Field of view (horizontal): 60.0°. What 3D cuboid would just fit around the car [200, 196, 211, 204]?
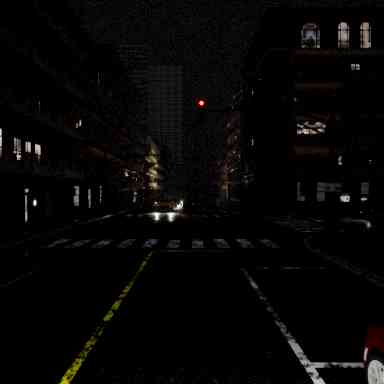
[{"bbox_3d":[2.649,1.576,67.402,2.008,1.369,4.403,-1,0,0],"label":"car"}]

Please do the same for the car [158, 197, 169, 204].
[{"bbox_3d":[-5.732,1.608,67.403,1.802,1.307,4.206,-1,0,0],"label":"car"}]

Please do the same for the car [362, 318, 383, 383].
[{"bbox_3d":[2.684,1.544,1.819,1.887,1.381,4.507,0,0,0],"label":"car"}]

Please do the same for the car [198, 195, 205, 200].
[{"bbox_3d":[2.633,1.600,95.042,1.887,1.381,4.507,-1,0,0],"label":"car"}]

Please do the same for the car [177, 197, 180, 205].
[{"bbox_3d":[-3.121,1.559,49.277,2.033,1.411,5.357,0,0,0],"label":"car"}]

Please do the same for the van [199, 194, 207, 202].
[{"bbox_3d":[2.640,1.377,78.458,1.690,1.788,3.998,-1,0,0],"label":"van"}]

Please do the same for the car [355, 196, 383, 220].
[{"bbox_3d":[15.025,1.229,24.816,4.892,1.490,1.837,-1,0,-1],"label":"car"}]

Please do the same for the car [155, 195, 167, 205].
[{"bbox_3d":[-5.730,1.461,61.875,1.967,1.590,4.097,-1,0,0],"label":"car"}]

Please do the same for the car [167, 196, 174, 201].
[{"bbox_3d":[-5.743,1.631,89.515,1.802,1.307,4.206,-1,0,0],"label":"car"}]

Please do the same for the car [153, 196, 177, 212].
[{"bbox_3d":[-3.117,1.483,39.313,1.882,1.535,5.008,0,0,0],"label":"car"}]

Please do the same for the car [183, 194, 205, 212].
[{"bbox_3d":[0.071,1.356,38.021,2.097,1.767,4.553,0,0,-1],"label":"car"}]

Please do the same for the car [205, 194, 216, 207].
[{"bbox_3d":[2.656,1.453,50.819,1.967,1.590,4.097,-1,0,0],"label":"car"}]

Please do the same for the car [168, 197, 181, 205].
[{"bbox_3d":[-3.103,1.620,59.909,1.895,1.301,4.718,0,0,1],"label":"car"}]

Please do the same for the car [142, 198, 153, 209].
[{"bbox_3d":[-5.719,1.560,45.292,2.008,1.369,4.403,0,0,0],"label":"car"}]

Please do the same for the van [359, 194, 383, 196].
[{"bbox_3d":[15.628,1.035,27.397,3.998,1.788,1.690,-1,1,-1],"label":"van"}]

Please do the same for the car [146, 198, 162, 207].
[{"bbox_3d":[-5.723,1.579,50.819,1.947,1.339,4.313,0,0,0],"label":"car"}]

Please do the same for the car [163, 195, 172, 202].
[{"bbox_3d":[-5.738,1.561,78.289,1.752,1.417,4.829,-1,0,0],"label":"car"}]
